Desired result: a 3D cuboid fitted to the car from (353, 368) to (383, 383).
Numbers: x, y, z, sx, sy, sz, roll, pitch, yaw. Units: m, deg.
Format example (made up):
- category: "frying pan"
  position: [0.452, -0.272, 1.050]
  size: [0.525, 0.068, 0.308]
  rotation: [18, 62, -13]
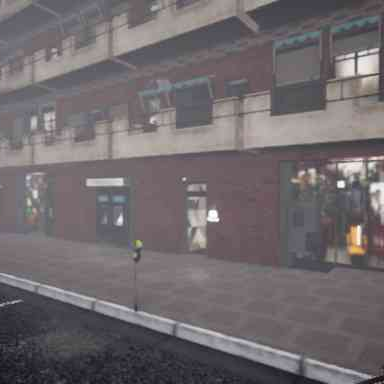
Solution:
- category: "car"
  position: [2.482, 1.429, 1.087]
  size: [4.097, 1.590, 1.967]
  rotation: [-1, 0, 36]
